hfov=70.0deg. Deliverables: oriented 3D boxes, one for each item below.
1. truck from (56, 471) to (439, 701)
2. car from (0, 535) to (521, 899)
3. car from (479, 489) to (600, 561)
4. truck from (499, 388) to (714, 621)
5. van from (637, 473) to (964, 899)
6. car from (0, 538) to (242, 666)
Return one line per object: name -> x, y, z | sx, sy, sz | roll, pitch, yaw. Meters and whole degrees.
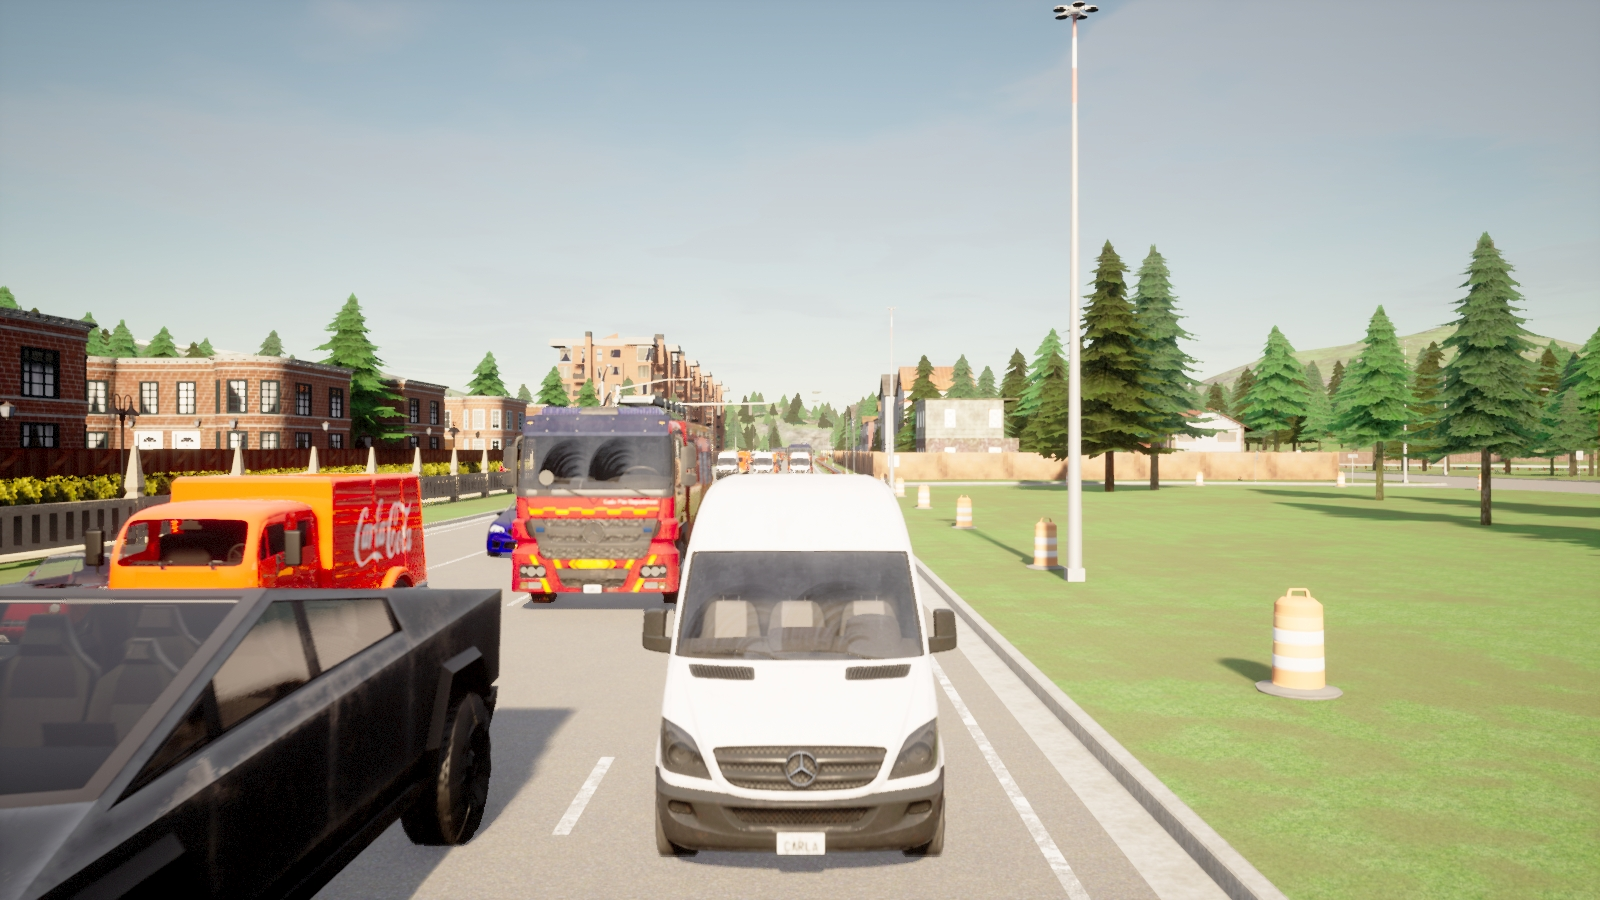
truck -> -6.999, 1.566, 15.372 | 2.627, 2.467, 5.204 | 0, 0, 0
car -> -3.499, 1.754, 6.287 | 2.390, 2.098, 6.274 | 0, 0, 0
car -> -6.992, 1.970, 31.188 | 2.242, 1.667, 4.611 | 0, 0, 0
truck -> -3.493, 0.890, 23.008 | 2.891, 3.827, 8.468 | 0, 0, 0
van -> 0.005, 1.535, 9.908 | 1.988, 2.561, 5.915 | 0, 0, 0
car -> -10.499, 2.155, 17.201 | 1.895, 1.301, 4.718 | 0, 0, 0
